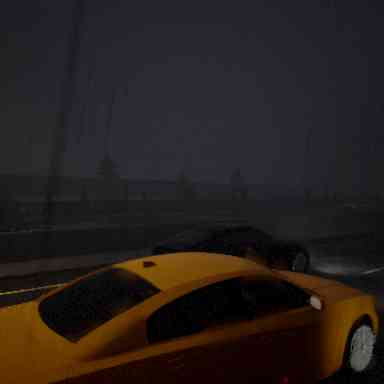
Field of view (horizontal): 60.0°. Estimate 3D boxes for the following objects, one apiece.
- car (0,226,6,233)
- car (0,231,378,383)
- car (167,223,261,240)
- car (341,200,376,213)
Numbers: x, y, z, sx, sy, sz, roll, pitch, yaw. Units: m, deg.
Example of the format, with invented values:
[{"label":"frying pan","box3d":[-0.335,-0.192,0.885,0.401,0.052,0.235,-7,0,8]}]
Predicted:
[{"label":"car","box3d":[-8.846,1.546,10.595,5.357,1.411,2.033,0,0,-35]},{"label":"car","box3d":[0.225,1.483,3.880,5.008,1.535,1.882,1,0,-35]},{"label":"car","box3d":[1.093,1.551,8.756,4.674,1.442,1.812,0,0,-35]},{"label":"car","box3d":[19.380,1.682,38.752,5.008,1.535,1.882,0,0,-34]}]
